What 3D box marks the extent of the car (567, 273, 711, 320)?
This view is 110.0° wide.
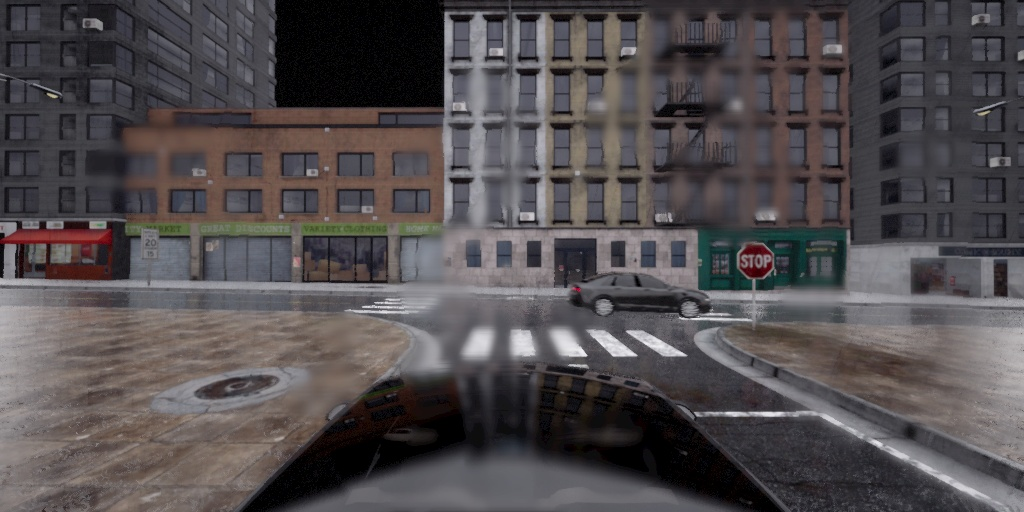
[{"bbox_3d":[4.469,1.365,12.852,4.892,1.490,1.837,1,-1,0],"label":"car"}]
